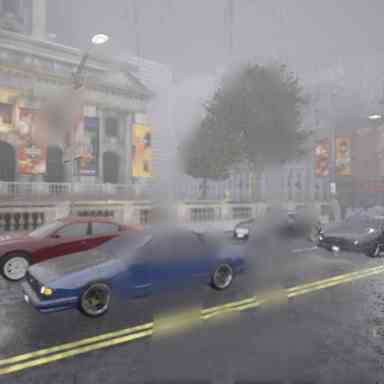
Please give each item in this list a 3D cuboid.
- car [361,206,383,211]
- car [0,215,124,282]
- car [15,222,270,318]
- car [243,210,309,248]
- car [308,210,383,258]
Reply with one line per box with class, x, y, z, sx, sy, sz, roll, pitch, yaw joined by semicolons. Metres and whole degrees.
car;11.597;1.659;20.805;5.008;1.535;1.882;1;0;-35
car;-3.603;1.500;10.020;5.008;1.535;1.882;1;0;-35
car;-0.866;1.578;7.667;5.357;1.411;2.033;1;0;-36
car;4.059;1.594;15.462;4.902;1.511;2.128;1;0;-35
car;7.339;1.663;13.506;5.357;1.411;2.033;1;0;-35
